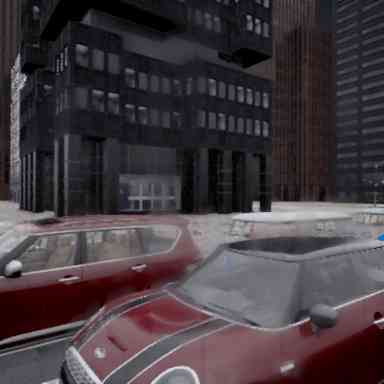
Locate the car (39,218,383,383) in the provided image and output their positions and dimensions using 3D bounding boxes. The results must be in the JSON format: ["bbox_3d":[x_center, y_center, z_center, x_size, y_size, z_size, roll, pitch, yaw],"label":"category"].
[{"bbox_3d":[0.914,1.379,3.909,4.553,1.767,2.097,1,0,-36],"label":"car"}]

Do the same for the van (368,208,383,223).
[{"bbox_3d":[7.179,1.454,11.791,3.998,1.788,1.690,1,0,-36],"label":"van"}]

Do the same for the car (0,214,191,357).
[{"bbox_3d":[-2.055,1.328,5.183,5.009,1.841,2.192,1,0,-36],"label":"car"}]

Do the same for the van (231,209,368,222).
[{"bbox_3d":[2.562,1.404,8.487,3.998,1.788,1.690,1,0,-36],"label":"van"}]
